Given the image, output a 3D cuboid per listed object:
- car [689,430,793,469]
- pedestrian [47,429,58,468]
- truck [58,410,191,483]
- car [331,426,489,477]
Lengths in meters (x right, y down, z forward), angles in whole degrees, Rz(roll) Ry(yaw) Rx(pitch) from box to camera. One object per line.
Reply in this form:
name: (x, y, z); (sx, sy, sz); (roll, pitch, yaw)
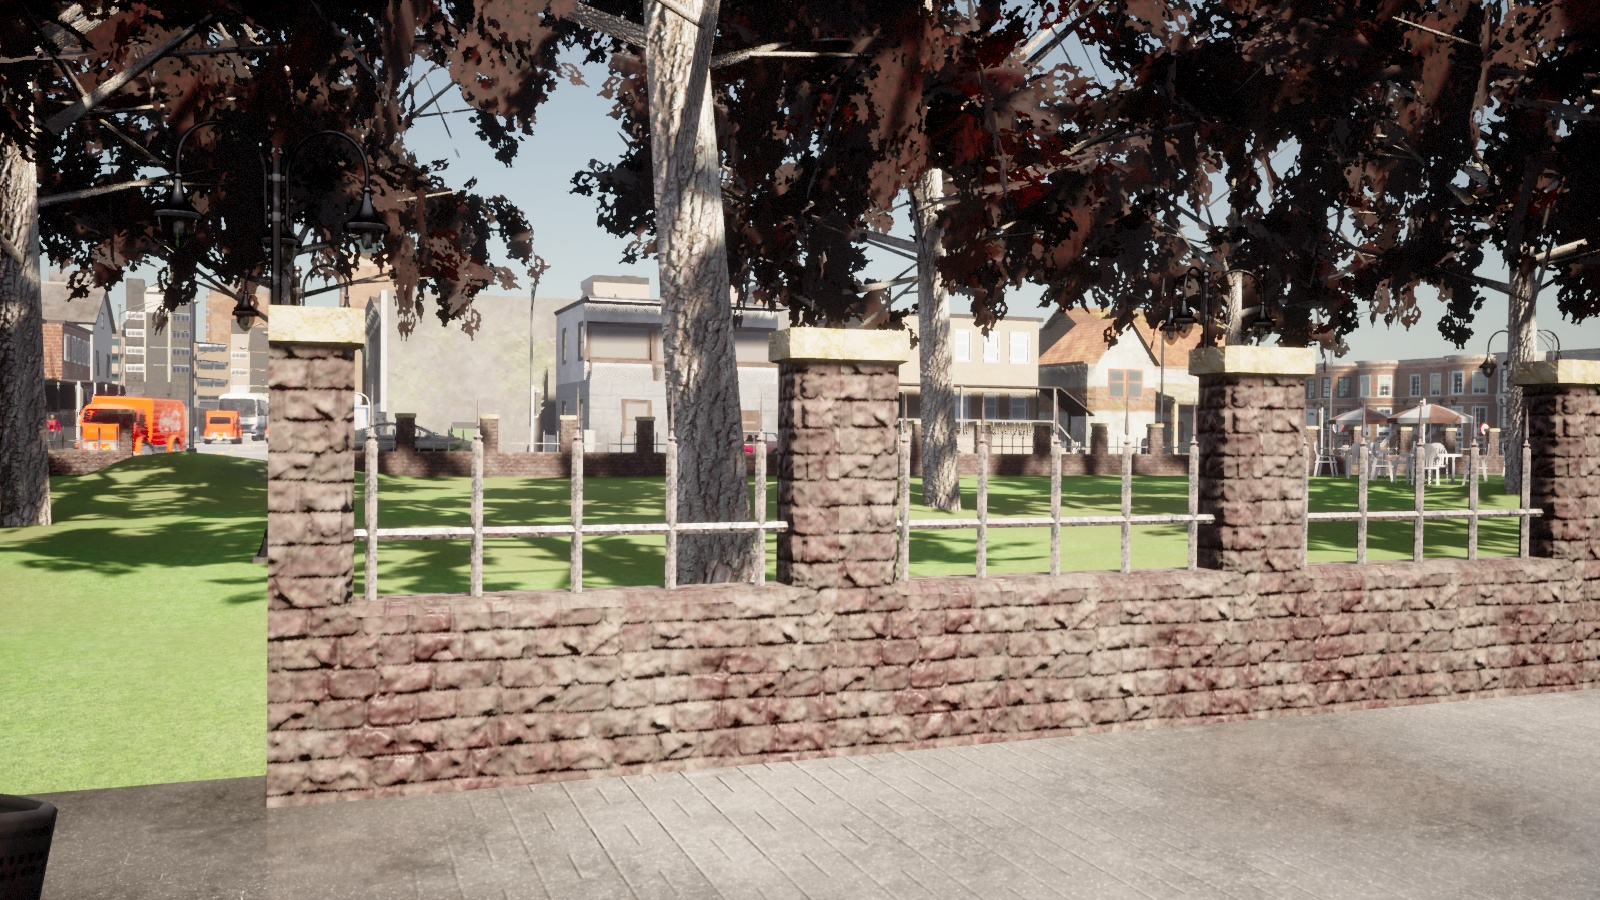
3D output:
car: (-2.411, -0.045, 51.313); (3.806, 1.475, 1.970); (-1, 1, -21)
pedestrian: (-35.404, -0.077, 59.478); (0.331, 1.846, 0.636); (-1, 1, -23)
truck: (-24.602, -0.177, 45.991); (2.627, 2.467, 5.204); (1, 1, -8)
car: (-13.210, 0.022, 42.895); (5.027, 1.651, 2.152); (-1, 1, -14)
